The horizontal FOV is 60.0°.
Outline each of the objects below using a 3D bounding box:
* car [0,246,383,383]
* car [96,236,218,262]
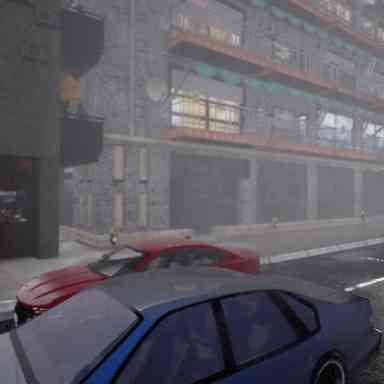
[{"bbox_3d":[-0.264,1.548,3.184,5.357,1.411,2.033,0,0,-35],"label":"car"},{"bbox_3d":[-0.684,1.546,6.064,4.507,1.381,1.887,0,1,-36],"label":"car"}]
